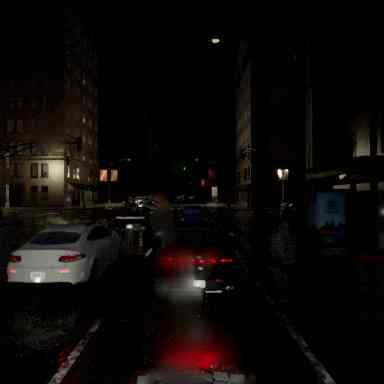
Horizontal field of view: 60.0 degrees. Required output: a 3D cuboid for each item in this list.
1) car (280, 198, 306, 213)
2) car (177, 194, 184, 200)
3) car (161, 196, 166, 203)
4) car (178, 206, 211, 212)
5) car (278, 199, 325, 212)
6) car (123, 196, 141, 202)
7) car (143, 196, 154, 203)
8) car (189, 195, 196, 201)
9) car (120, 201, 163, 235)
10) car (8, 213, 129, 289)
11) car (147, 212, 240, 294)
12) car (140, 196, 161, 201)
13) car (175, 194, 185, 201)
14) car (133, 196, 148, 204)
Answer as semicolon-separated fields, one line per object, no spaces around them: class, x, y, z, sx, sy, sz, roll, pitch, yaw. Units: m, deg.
car;12.503;1.448;36.852;4.553;1.767;2.097;0;-1;0
car;-3.137;1.344;93.170;1.882;1.535;5.008;0;0;0
car;-6.487;1.562;61.905;1.812;1.442;4.674;0;0;1
car;0.125;1.538;19.593;1.812;1.442;4.674;0;0;1
car;13.144;1.619;40.103;5.008;1.535;1.882;0;-1;1
car;-9.771;1.539;53.339;1.837;1.490;4.892;0;0;0
car;-9.662;1.564;73.682;1.812;1.442;4.674;0;0;0
car;0.101;1.565;83.537;2.128;1.511;4.902;0;0;0
car;-3.129;1.505;19.106;2.128;1.511;4.902;0;0;0
car;-3.146;1.531;9.087;1.812;1.442;4.674;0;0;0
car;0.103;1.511;8.812;1.837;1.490;4.892;0;0;0
car;-6.527;1.539;52.881;1.837;1.490;4.892;0;0;0
car;-3.150;1.557;82.750;2.128;1.511;4.902;0;0;0
car;-9.722;1.528;63.468;2.128;1.511;4.902;0;0;1
